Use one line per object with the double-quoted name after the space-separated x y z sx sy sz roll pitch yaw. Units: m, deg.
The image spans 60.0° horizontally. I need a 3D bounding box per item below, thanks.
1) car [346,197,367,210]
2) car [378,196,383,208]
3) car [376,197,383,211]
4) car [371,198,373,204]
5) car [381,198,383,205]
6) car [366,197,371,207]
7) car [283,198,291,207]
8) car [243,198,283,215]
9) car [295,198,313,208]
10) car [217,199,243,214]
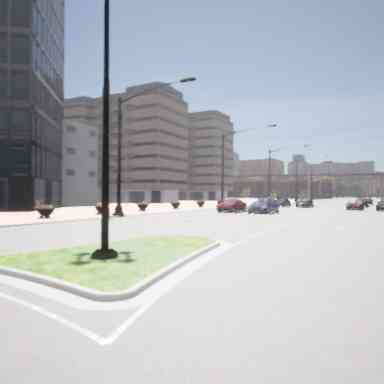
22.234 1.774 45.318 1.895 1.301 4.718 1 0 32 "car"
30.399 1.596 51.977 2.097 1.767 4.553 1 0 32 "car"
25.000 1.764 42.997 1.994 1.385 4.181 1 0 31 "car"
32.659 1.643 62.334 1.994 1.385 4.181 1 0 32 "car"
35.655 1.714 60.526 1.895 1.301 4.718 1 0 32 "car"
27.432 1.720 53.836 1.837 1.490 4.892 1 0 32 "car"
14.244 1.620 52.545 1.812 1.442 4.674 1 0 32 "car"
7.546 1.397 35.039 2.097 1.767 4.553 1 0 32 "car"
17.094 1.615 50.509 2.128 1.511 4.902 1 0 32 "car"
4.455 1.493 36.697 1.882 1.535 5.008 1 0 32 "car"
